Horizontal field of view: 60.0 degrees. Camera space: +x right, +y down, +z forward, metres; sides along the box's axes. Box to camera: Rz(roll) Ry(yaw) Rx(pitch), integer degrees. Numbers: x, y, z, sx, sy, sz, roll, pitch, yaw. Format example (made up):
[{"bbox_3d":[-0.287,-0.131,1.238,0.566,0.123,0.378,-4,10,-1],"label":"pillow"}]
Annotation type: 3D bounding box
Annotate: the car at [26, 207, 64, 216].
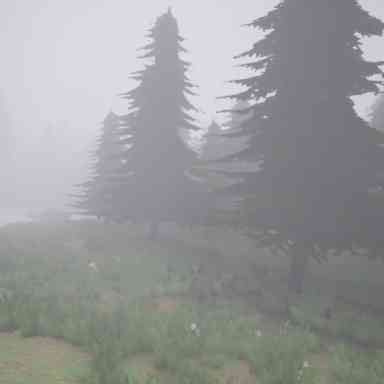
[{"bbox_3d":[-14.553,2.236,34.302,2.033,1.411,5.357,4,-2,14],"label":"car"}]
